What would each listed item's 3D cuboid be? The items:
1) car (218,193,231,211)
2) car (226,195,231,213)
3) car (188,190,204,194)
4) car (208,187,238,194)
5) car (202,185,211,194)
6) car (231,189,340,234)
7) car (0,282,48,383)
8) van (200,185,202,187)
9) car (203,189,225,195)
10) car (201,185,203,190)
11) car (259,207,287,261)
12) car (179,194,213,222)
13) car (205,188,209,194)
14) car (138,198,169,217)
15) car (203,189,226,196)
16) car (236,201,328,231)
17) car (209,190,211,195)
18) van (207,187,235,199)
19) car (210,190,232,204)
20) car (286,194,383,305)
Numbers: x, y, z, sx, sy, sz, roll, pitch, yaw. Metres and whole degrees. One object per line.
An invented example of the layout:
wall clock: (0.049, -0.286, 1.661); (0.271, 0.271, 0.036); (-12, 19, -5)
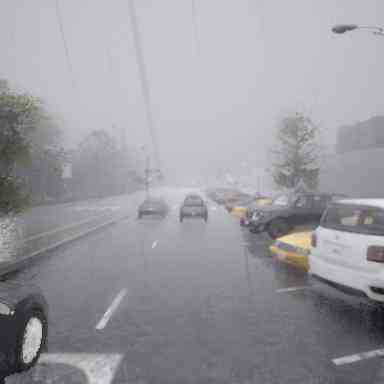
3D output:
car: (5.069, 1.090, 27.881); (4.792, 1.488, 2.163); (0, 2, -20)
car: (5.261, 1.179, 21.958); (5.366, 1.575, 1.946); (0, 1, -20)
car: (0.135, 0.811, 40.741); (1.837, 1.490, 4.892); (0, 1, 0)
car: (5.083, 0.564, 45.871); (4.553, 1.767, 2.185); (0, 1, -20)
car: (5.097, 0.254, 54.810); (5.566, 2.045, 2.435); (0, 2, -20)
car: (5.062, 1.041, 15.862); (5.566, 2.045, 2.435); (0, 1, -20)
car: (-2.898, 1.480, 2.677); (1.837, 1.490, 4.892); (0, 1, 0)
van: (5.037, -0.397, 81.625); (4.442, 1.987, 1.878); (0, 2, -20)
car: (5.134, -0.040, 78.702); (4.674, 1.452, 2.002); (0, 2, -20)
car: (5.153, 0.130, 60.805); (5.566, 2.045, 2.435); (0, 1, -20)
car: (4.907, 1.375, 9.813); (5.366, 1.575, 1.946); (0, 1, -20)
car: (0.121, 1.150, 23.255); (2.128, 1.511, 4.902); (0, 1, 0)
car: (5.110, 0.568, 51.847); (4.892, 1.521, 2.231); (0, 1, -20)
car: (-2.878, 1.157, 25.448); (1.994, 1.385, 4.181); (0, 0, 0)
car: (5.163, 0.040, 75.731); (4.792, 1.488, 2.163); (0, 2, -20)
car: (5.091, 1.277, 18.886); (4.674, 1.452, 2.002); (0, 1, -20)
car: (5.103, 0.791, 42.903); (4.674, 1.452, 2.002); (0, 1, -20)
van: (5.016, 0.218, 57.763); (4.442, 1.987, 1.878); (0, 2, -20)
car: (5.080, 0.843, 39.884); (4.792, 1.488, 2.163); (0, 2, -20)
car: (5.105, 1.166, 6.883); (5.566, 2.045, 2.435); (1, 1, -20)
